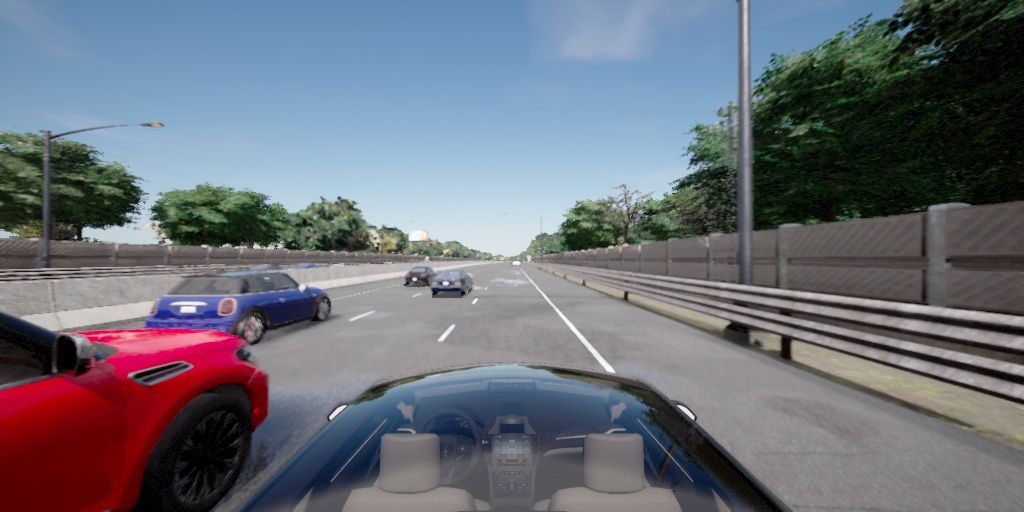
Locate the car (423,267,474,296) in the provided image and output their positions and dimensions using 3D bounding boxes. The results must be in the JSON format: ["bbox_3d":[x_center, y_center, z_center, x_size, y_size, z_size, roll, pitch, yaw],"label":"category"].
[{"bbox_3d":[-3.391,1.469,20.910,2.033,1.411,5.357,0,0,0],"label":"car"}]

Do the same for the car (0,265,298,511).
[{"bbox_3d":[-3.400,0.966,1.056,2.150,2.045,5.566,0,-1,0],"label":"car"}]

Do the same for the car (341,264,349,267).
[{"bbox_3d":[-17.573,1.578,36.002,1.812,1.442,4.674,0,0,0],"label":"car"}]

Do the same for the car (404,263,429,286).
[{"bbox_3d":[-6.888,1.506,27.660,1.812,1.442,4.674,0,0,0],"label":"car"}]

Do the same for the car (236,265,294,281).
[{"bbox_3d":[-24.572,1.601,35.990,2.033,1.411,5.357,0,0,0],"label":"car"}]

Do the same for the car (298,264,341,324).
[{"bbox_3d":[-6.895,1.175,9.765,2.097,1.767,4.553,0,-1,0],"label":"car"}]
